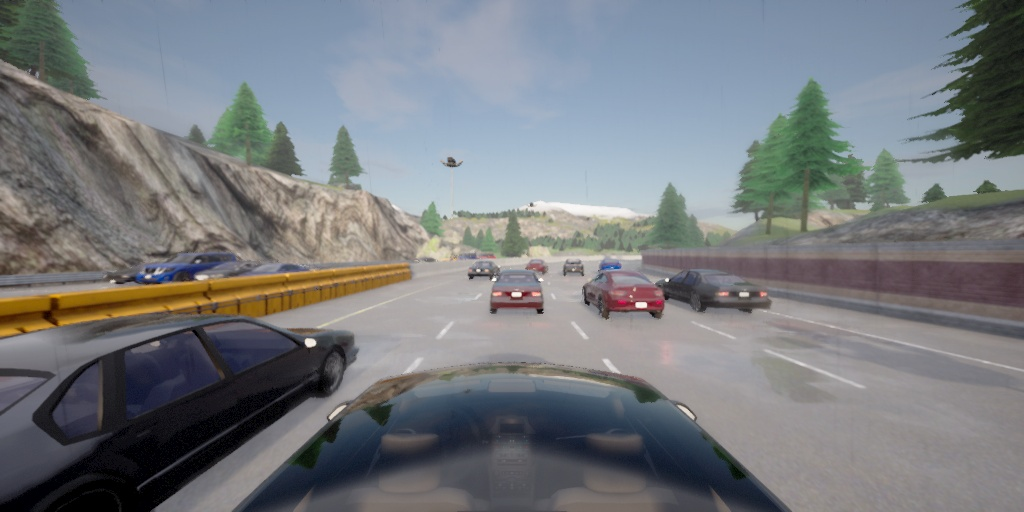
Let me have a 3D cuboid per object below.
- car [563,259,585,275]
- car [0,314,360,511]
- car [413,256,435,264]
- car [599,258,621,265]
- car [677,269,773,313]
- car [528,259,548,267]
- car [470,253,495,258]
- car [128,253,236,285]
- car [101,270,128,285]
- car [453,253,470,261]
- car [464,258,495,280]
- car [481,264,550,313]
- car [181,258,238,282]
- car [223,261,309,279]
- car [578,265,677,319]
[{"bbox_3d":[5.827,0.995,33.838,2.128,1.511,4.902,0,0,10],"label":"car"},{"bbox_3d":[-3.407,1.284,3.388,2.033,1.411,5.357,0,0,0],"label":"car"},{"bbox_3d":[-15.499,0.764,63.339,2.128,1.511,4.902,0,0,19],"label":"car"},{"bbox_3d":[9.666,0.970,35.395,1.882,1.535,5.008,0,0,11],"label":"car"},{"bbox_3d":[7.211,1.208,13.533,2.033,1.411,5.357,0,0,2],"label":"car"},{"bbox_3d":[2.465,1.020,34.913,1.812,1.442,4.674,0,0,10],"label":"car"},{"bbox_3d":[-4.702,0.502,62.398,2.150,2.045,5.566,0,0,20],"label":"car"},{"bbox_3d":[-20.458,0.801,23.132,2.150,2.045,5.566,0,0,5],"label":"car"},{"bbox_3d":[-23.877,1.117,24.293,2.033,1.411,5.357,0,0,5],"label":"car"},{"bbox_3d":[-7.967,0.492,63.667,2.150,2.045,5.566,0,0,20],"label":"car"},{"bbox_3d":[-2.117,1.090,28.512,2.033,1.411,5.357,0,0,7],"label":"car"},{"bbox_3d":[0.210,1.206,13.515,2.033,1.411,5.357,0,0,1],"label":"car"},{"bbox_3d":[-16.986,1.078,22.263,2.128,1.511,4.902,0,0,5],"label":"car"},{"bbox_3d":[-13.597,1.126,20.630,1.812,1.442,4.674,0,0,4],"label":"car"},{"bbox_3d":[3.683,1.194,12.384,1.812,1.442,4.674,0,0,1],"label":"car"}]
